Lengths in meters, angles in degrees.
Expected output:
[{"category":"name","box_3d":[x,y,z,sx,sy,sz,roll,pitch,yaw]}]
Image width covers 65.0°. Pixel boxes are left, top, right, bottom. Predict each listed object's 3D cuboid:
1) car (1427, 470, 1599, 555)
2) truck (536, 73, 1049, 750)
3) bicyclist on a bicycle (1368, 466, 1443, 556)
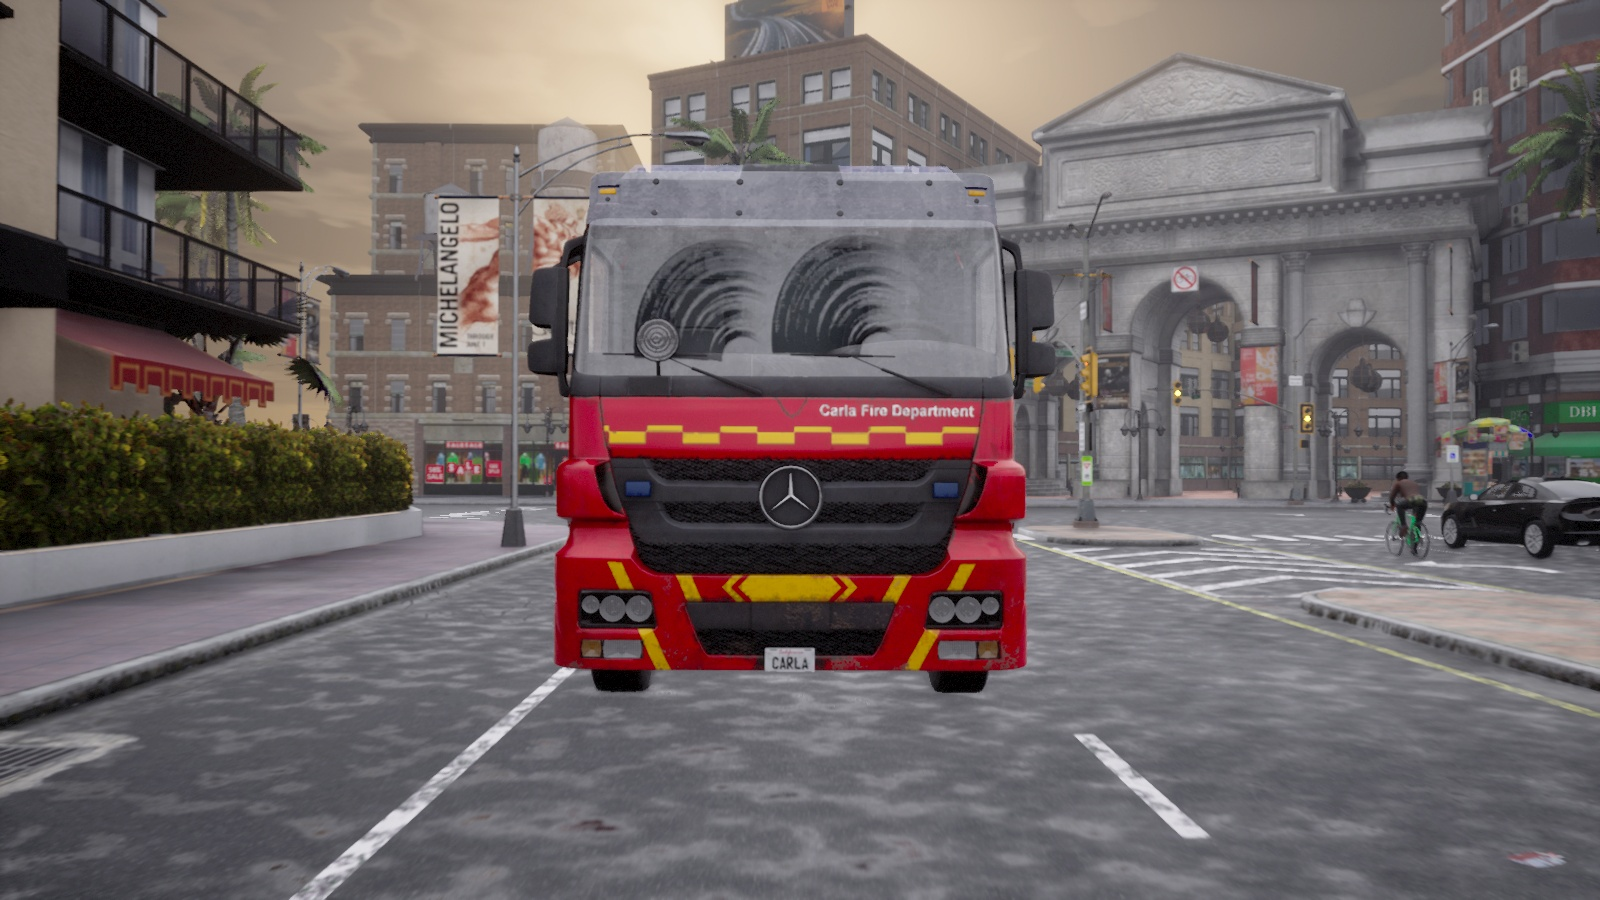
[{"category":"car","box_3d":[14.835,1.170,25.299,1.882,1.535,5.008,0,-1,0]},{"category":"truck","box_3d":[-0.072,-0.152,11.338,2.891,3.827,8.468,0,-1,0]},{"category":"bicyclist on a bicycle","box_3d":[11.350,1.131,23.588,0.582,1.620,1.656,0,-2,0]}]
